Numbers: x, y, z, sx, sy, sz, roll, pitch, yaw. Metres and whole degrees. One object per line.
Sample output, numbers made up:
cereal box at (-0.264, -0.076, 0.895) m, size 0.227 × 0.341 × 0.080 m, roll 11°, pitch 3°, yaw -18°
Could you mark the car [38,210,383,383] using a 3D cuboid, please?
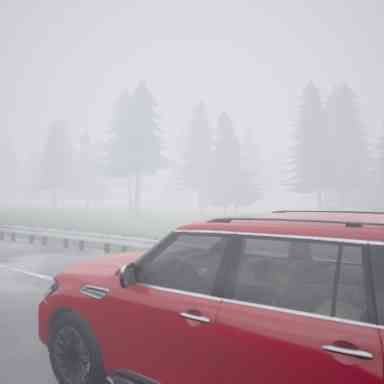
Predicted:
car at (0.710, 1.222, 3.487) m, size 5.566 × 2.045 × 2.150 m, roll 0°, pitch 0°, yaw 35°
